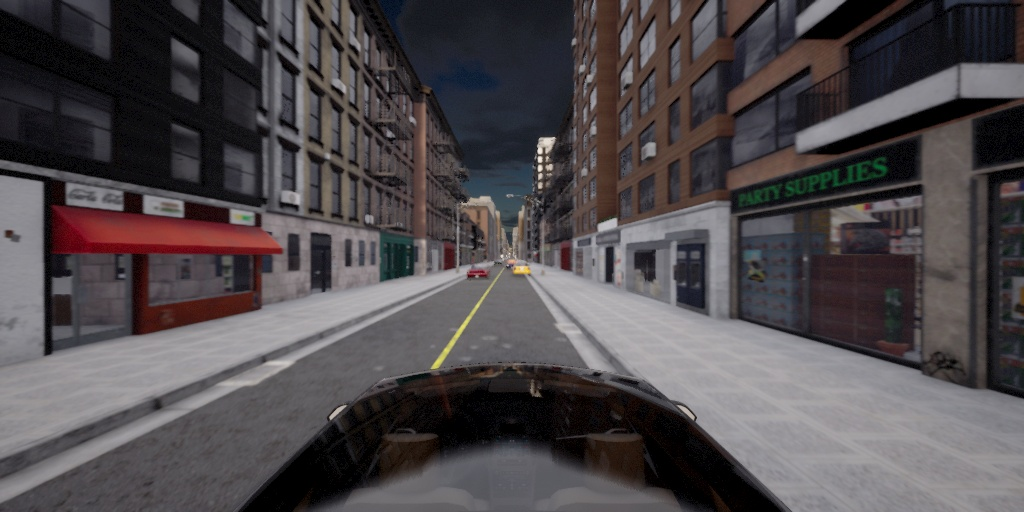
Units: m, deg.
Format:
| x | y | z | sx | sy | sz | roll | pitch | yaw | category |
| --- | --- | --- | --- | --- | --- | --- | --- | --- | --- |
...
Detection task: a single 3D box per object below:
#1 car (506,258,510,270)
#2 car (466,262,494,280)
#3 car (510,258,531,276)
| x | y | z | sx | sy | sz | roll | pitch | yaw | category |
| --- | --- | --- | --- | --- | --- | --- | --- | --- | --- |
| -0.009 | 1.397 | 54.805 | 1.895 | 1.301 | 4.718 | 0 | 0 | 0 | car |
| -2.853 | 1.364 | 31.486 | 1.895 | 1.301 | 4.718 | 0 | 0 | 0 | car |
| 0.955 | 1.224 | 36.626 | 1.801 | 1.575 | 5.366 | 0 | 0 | 0 | car |
